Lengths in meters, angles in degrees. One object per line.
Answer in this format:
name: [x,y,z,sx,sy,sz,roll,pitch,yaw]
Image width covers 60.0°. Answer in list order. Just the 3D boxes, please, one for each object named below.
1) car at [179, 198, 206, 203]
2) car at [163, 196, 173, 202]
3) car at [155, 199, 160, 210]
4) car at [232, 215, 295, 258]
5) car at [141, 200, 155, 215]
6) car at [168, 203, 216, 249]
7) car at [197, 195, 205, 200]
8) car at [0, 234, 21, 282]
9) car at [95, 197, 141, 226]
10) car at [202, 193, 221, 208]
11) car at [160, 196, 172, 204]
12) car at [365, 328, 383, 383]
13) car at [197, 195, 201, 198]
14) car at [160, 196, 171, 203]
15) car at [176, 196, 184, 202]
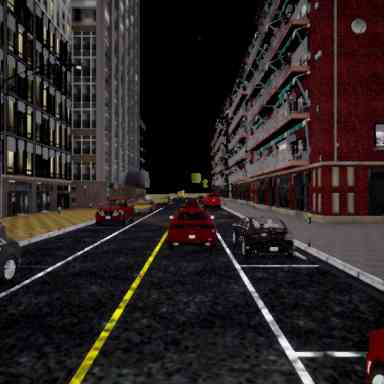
car: [0.000,1.533,29.650,1.812,1.442,4.674,0,0,0]
car: [-5.313,1.517,73.223,1.752,1.417,4.829,0,0,0]
car: [-5.313,1.580,40.194,1.802,1.307,4.206,0,0,0]
car: [2.567,1.549,12.583,2.008,1.369,4.403,0,0,0]
car: [-5.313,1.524,34.491,1.752,1.417,4.829,0,0,0]
car: [0.000,1.485,14.650,1.882,1.535,5.008,0,0,0]
car: [2.568,1.537,95.486,2.008,1.369,4.403,0,0,0]
car: [-5.313,1.549,6.996,2.008,1.369,4.403,0,0,0]
car: [-5.312,1.314,23.595,2.192,1.841,5.009,0,0,0]
car: [2.981,1.225,48.539,2.150,2.045,5.566,0,0,0]
car: [-5.313,1.519,62.157,1.752,1.417,4.829,0,0,0]
car: [2.567,1.543,1.529,1.887,1.381,4.507,0,0,0]
car: [2.568,1.570,89.959,1.802,1.307,4.206,0,0,0]
car: [-5.313,1.559,67.860,1.947,1.339,4.313,0,0,0]
car: [-2.750,1.517,76.739,2.033,1.411,5.357,0,0,0]
